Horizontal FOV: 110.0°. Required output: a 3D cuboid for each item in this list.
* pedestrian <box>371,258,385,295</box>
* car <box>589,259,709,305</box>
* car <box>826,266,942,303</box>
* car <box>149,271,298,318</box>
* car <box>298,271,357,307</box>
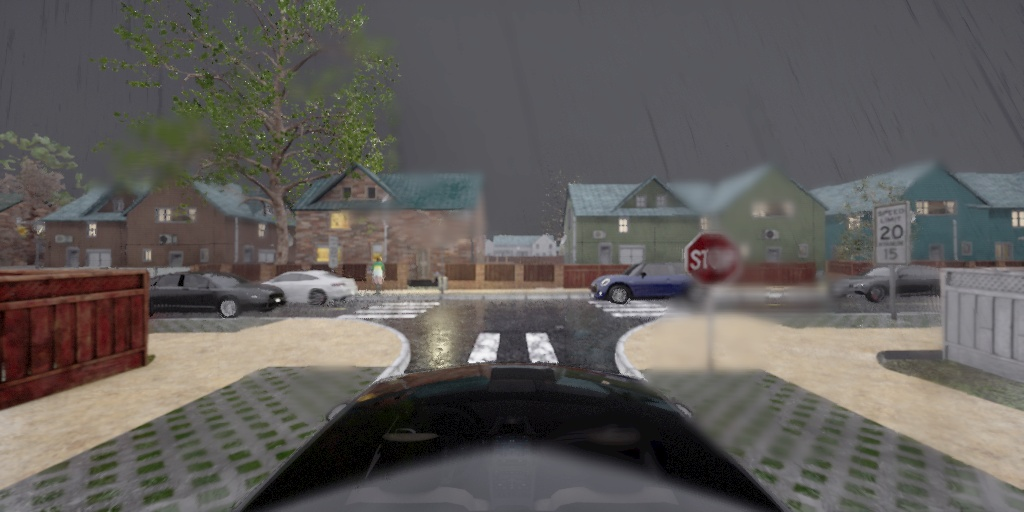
[{"bbox_3d":[-6.740,0.993,18.062,0.375,1.860,0.375,0,0,1],"label":"pedestrian"},{"bbox_3d":[5.594,1.036,15.009,4.553,1.767,2.097,-1,-1,1],"label":"car"},{"bbox_3d":[15.870,1.123,14.889,4.674,1.442,1.812,-1,-1,1],"label":"car"},{"bbox_3d":[-10.390,1.288,12.238,4.892,1.490,1.837,-1,-1,1],"label":"car"},{"bbox_3d":[-9.094,1.352,15.362,4.674,1.442,1.812,-1,-2,2],"label":"car"}]
